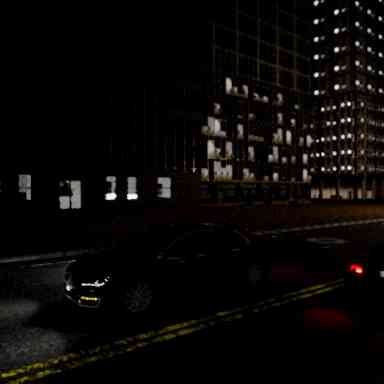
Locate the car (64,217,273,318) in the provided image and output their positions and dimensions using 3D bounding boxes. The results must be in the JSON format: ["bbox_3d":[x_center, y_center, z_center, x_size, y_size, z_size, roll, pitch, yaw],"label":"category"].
[{"bbox_3d":[-0.277,1.495,7.479,4.892,1.490,1.837,0,0,-35],"label":"car"}]

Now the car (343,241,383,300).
[{"bbox_3d":[5.544,1.527,7.391,5.357,1.411,2.033,0,0,-35],"label":"car"}]

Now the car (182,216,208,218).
[{"bbox_3d":[0.071,1.548,11.719,4.181,1.385,1.994,0,0,-35],"label":"car"}]
